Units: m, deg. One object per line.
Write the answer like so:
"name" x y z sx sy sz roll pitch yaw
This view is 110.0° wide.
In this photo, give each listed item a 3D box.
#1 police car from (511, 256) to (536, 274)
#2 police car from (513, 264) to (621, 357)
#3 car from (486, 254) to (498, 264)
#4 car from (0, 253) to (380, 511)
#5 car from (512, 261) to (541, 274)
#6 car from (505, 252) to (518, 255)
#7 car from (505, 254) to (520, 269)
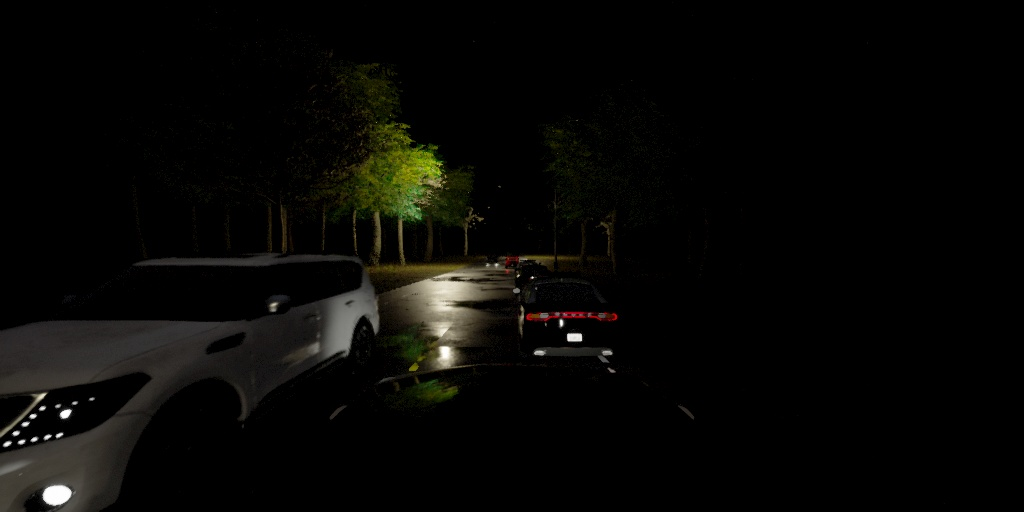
"police car" 1.077 1.068 24.634 1.930 1.638 5.238 0 0 0
"police car" 1.060 1.166 8.634 1.930 1.638 5.238 0 0 0
"car" -3.436 0.475 62.613 1.882 1.535 5.008 0 2 0
"car" -3.596 0.969 4.635 2.150 2.045 5.566 0 0 0
"car" 1.070 1.199 18.523 1.837 1.490 4.892 0 0 0
"car" 0.064 0.290 60.129 2.150 2.045 5.566 0 2 0
"car" 0.082 0.899 47.243 1.812 1.442 4.674 0 1 1
